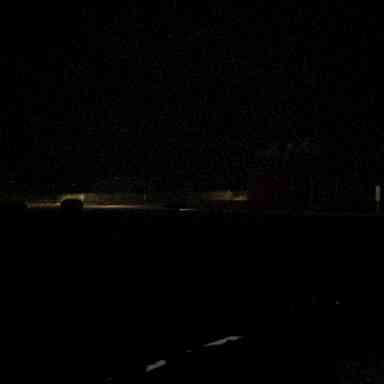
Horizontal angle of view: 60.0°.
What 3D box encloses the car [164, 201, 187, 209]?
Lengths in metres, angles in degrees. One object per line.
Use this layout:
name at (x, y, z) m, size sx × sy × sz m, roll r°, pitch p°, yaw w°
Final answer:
car at (-3.097, 2.439, 61.082) m, size 2.033 × 1.411 × 5.357 m, roll 1°, pitch -2°, yaw -36°
